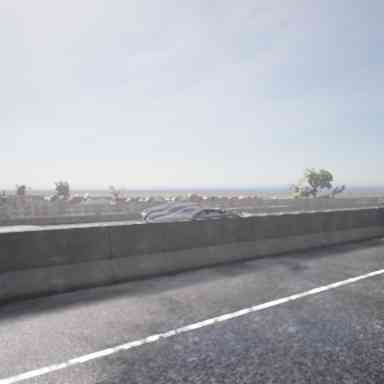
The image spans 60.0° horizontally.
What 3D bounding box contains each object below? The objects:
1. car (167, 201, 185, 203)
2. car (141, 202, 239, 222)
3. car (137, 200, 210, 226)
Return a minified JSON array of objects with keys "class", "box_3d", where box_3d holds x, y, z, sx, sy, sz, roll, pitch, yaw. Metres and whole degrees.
[{"class":"car","box_3d":[-0.430,1.453,20.354,4.892,1.490,1.837,0,0,-35]},{"class":"car","box_3d":[0.226,1.448,16.526,4.902,1.511,2.128,0,0,-35]},{"class":"car","box_3d":[-1.294,1.432,24.033,4.902,1.511,2.128,0,0,-35]}]
